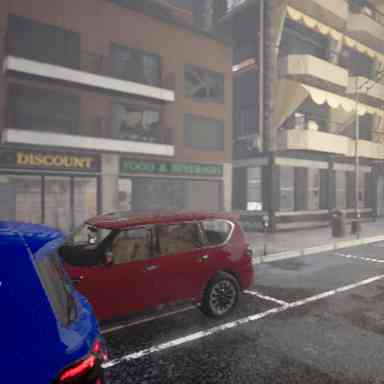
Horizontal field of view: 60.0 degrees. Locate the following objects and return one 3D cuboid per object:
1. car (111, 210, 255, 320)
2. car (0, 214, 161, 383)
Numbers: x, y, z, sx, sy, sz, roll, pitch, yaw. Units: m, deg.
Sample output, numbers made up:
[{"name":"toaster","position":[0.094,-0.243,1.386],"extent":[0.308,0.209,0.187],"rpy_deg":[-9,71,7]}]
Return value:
[{"name":"car","position":[-1.104,1.298,5.754],"extent":[5.009,1.841,2.192],"rpy_deg":[-1,1,-36]},{"name":"car","position":[-3.081,1.235,1.181],"extent":[5.566,2.045,2.150],"rpy_deg":[-1,0,-36]}]
